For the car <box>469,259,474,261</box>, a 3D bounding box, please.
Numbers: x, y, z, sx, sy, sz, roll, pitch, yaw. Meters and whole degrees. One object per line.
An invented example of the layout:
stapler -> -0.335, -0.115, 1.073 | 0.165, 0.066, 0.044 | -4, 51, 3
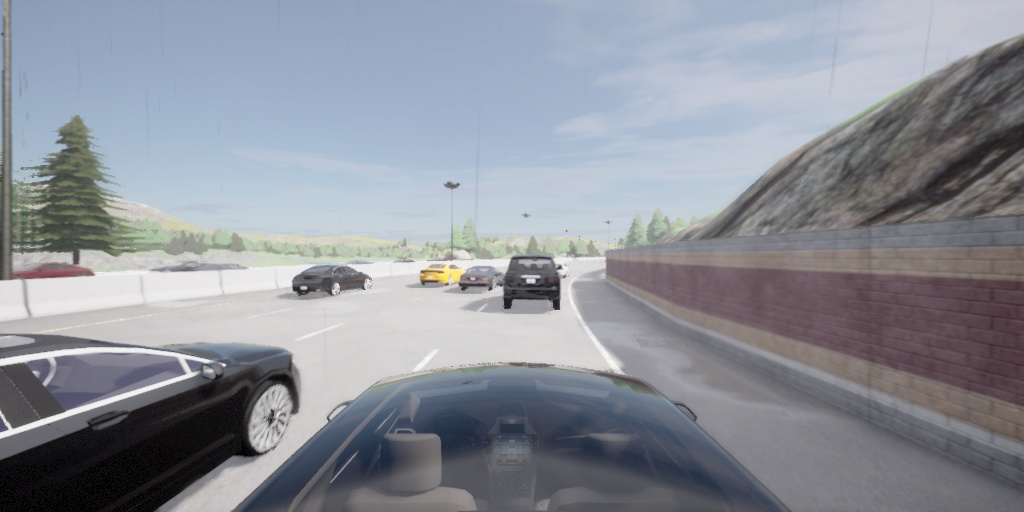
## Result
car -> -7.814, 1.265, 65.006 | 1.994, 1.385, 4.181 | 0, 0, 18

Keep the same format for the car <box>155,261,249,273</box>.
car -> -19.259, 1.208, 23.421 | 2.033, 1.411, 5.357 | 0, 0, 9

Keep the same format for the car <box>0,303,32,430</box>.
car -> -6.868, 1.273, 1.683 | 2.033, 1.411, 5.357 | 0, 0, 1

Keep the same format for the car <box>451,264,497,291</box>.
car -> -1.712, 1.273, 21.742 | 2.033, 1.411, 5.357 | 0, 0, 9

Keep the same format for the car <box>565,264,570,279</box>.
car -> 4.235, 1.262, 33.086 | 1.812, 1.442, 4.674 | 0, 0, 14

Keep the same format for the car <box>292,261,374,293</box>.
car -> -9.164, 1.206, 18.694 | 1.837, 1.490, 4.892 | 0, 0, 7

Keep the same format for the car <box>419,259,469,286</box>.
car -> -4.684, 1.189, 24.868 | 1.882, 1.535, 5.008 | 0, 0, 10

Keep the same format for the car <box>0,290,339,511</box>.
car -> -3.324, 1.229, 2.144 | 2.128, 1.511, 4.902 | 0, 0, 0

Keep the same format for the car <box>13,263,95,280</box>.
car -> -29.956, 1.148, 22.875 | 1.812, 1.442, 4.674 | 0, 0, 8

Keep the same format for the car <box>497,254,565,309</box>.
car -> 0.937, 0.962, 15.110 | 2.150, 2.045, 5.566 | 0, 0, 6

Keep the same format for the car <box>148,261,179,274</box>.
car -> -25.570, 1.125, 28.340 | 2.128, 1.511, 4.902 | 0, 0, 10
